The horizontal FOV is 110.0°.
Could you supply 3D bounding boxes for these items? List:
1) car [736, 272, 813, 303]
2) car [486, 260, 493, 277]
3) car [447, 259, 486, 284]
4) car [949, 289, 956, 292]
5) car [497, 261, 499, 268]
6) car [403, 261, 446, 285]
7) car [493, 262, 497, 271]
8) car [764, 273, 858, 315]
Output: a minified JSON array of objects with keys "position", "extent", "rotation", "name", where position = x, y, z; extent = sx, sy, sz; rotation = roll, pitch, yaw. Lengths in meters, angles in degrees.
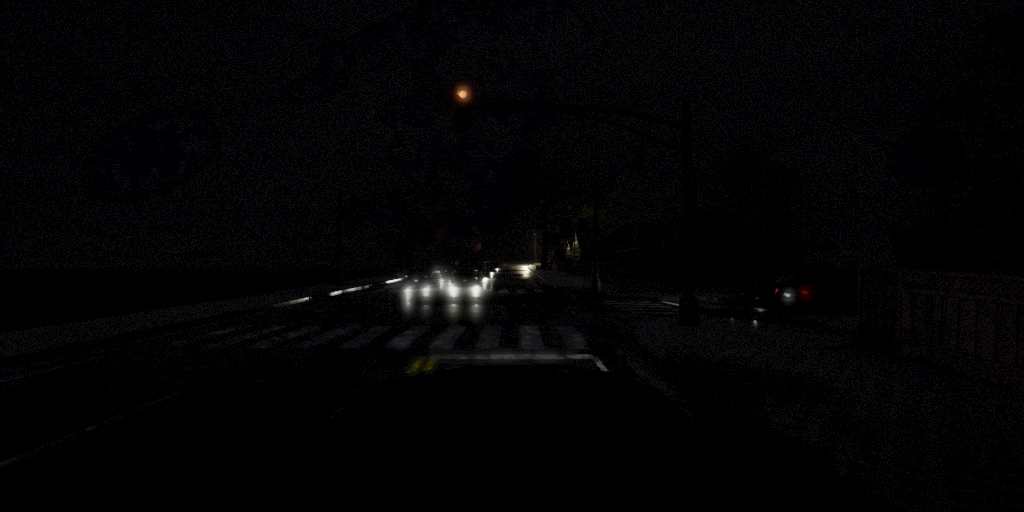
[{"position":[13.066,1.508,16.556],"extent":[5.008,1.535,1.882],"rotation":[1,-2,-2],"name":"car"},{"position":[-3.342,1.108,35.688],"extent":[2.097,1.767,4.553],"rotation":[0,0,0],"name":"car"},{"position":[-3.304,1.109,26.859],"extent":[2.097,1.767,4.553],"rotation":[0,0,-1],"name":"car"},{"position":[23.676,1.751,16.950],"extent":[5.357,1.411,2.033],"rotation":[1,-2,-3],"name":"car"},{"position":[-3.239,1.441,62.793],"extent":[1.895,1.301,4.718],"rotation":[0,0,0],"name":"car"},{"position":[-6.598,1.305,26.935],"extent":[2.033,1.411,5.357],"rotation":[0,0,-2],"name":"car"},{"position":[-3.330,1.283,46.898],"extent":[1.812,1.442,4.674],"rotation":[0,0,0],"name":"car"},{"position":[12.480,1.498,13.681],"extent":[4.181,1.385,1.994],"rotation":[1,-2,-2],"name":"car"}]
